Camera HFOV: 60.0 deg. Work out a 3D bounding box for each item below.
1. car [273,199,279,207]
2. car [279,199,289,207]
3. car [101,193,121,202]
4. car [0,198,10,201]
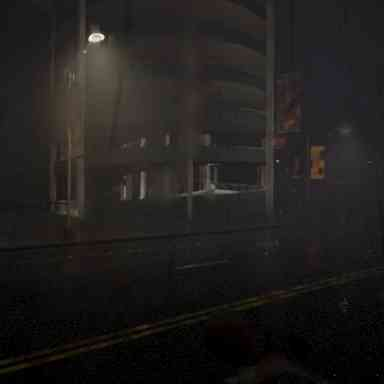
[{"bbox_3d":[13.010,1.787,60.931,2.097,1.767,4.553,1,0,-31],"label":"car"},{"bbox_3d":[16.092,2.035,62.570,1.994,1.385,4.181,1,0,-30],"label":"car"},{"bbox_3d":[-15.805,1.270,64.681,2.435,2.045,5.566,1,0,-36],"label":"car"},{"bbox_3d":[-30.367,1.531,53.237,1.895,1.301,4.718,1,0,-36],"label":"car"}]
